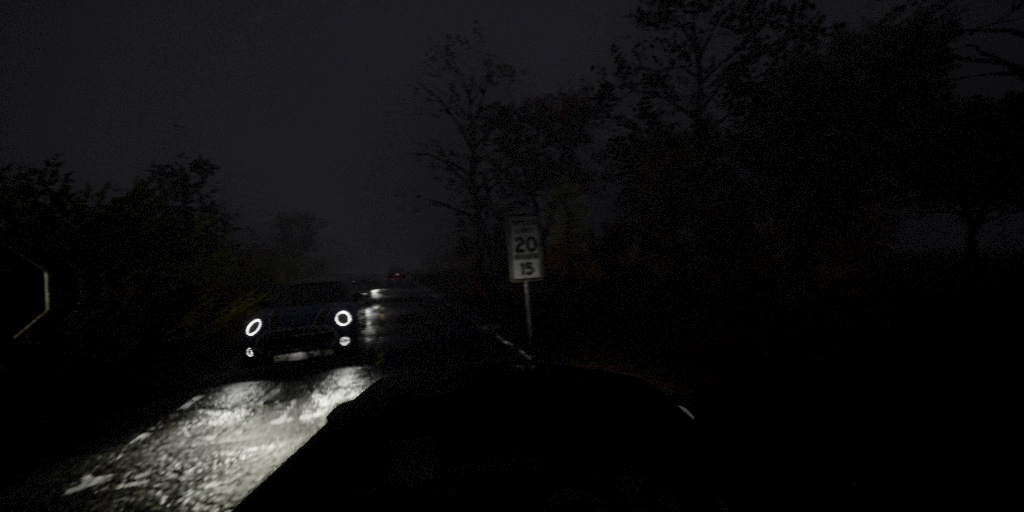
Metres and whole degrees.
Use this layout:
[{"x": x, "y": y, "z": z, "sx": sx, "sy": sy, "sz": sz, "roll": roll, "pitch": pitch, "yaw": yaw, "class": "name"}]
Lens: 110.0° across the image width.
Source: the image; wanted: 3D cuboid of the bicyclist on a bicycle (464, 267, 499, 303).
[{"x": -1.363, "y": 1.297, "z": 16.194, "sx": 1.656, "sy": 1.620, "sz": 0.582, "roll": -1, "pitch": -1, "yaw": -19, "class": "bicyclist on a bicycle"}]

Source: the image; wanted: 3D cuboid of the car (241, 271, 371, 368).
[{"x": -4.879, "y": 1.372, "z": 8.976, "sx": 2.097, "sy": 1.767, "sz": 4.553, "roll": -3, "pitch": 0, "yaw": -19, "class": "car"}]

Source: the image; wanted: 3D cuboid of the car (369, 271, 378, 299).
[{"x": -8.405, "y": 1.766, "z": 19.000, "sx": 2.033, "sy": 1.411, "sz": 5.357, "roll": -3, "pitch": 0, "yaw": -19, "class": "car"}]

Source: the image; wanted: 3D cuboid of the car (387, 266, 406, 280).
[{"x": -13.892, "y": 2.111, "z": 43.358, "sx": 1.994, "sy": 1.385, "sz": 4.181, "roll": -3, "pitch": 0, "yaw": -18, "class": "car"}]
